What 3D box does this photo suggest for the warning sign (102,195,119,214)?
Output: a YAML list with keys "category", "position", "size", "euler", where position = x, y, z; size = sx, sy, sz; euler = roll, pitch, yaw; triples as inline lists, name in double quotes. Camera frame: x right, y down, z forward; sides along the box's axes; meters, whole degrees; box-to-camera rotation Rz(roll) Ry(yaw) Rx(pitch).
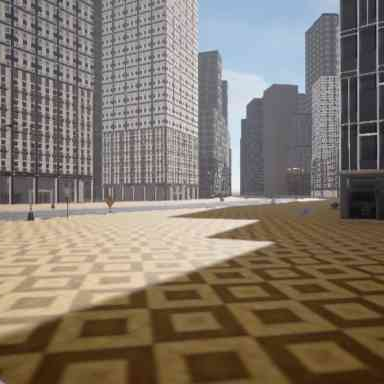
- category: "warning sign"
  position: [-8.285, 1.249, 33.723]
  size: [1.300, 1.860, 1.060]
  euler: [0, 0, 34]
